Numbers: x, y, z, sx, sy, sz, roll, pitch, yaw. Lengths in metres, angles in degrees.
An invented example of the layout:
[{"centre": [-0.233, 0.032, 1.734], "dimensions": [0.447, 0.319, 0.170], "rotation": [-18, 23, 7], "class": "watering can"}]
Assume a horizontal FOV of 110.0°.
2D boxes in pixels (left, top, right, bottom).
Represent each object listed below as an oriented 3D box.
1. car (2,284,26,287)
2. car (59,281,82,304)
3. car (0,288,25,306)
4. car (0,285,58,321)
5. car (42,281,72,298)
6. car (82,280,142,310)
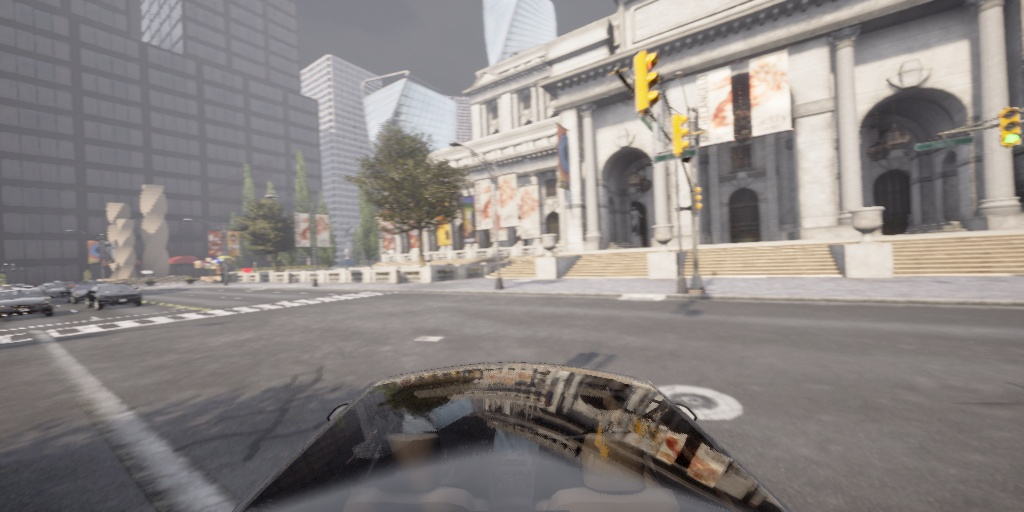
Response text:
[{"centre": [-33.705, 2.908, 24.184], "dimensions": [4.674, 1.442, 1.812], "rotation": [-3, 0, 33], "class": "car"}, {"centre": [-33.341, 2.923, 28.154], "dimensions": [5.357, 1.411, 2.033], "rotation": [-3, 0, 34], "class": "car"}, {"centre": [-42.162, 3.391, 29.259], "dimensions": [4.718, 1.301, 1.895], "rotation": [-3, 0, 24], "class": "car"}, {"centre": [-26.073, 2.517, 19.062], "dimensions": [4.892, 1.490, 1.837], "rotation": [-3, 0, 34], "class": "car"}, {"centre": [-42.166, 3.305, 33.058], "dimensions": [4.892, 1.490, 1.837], "rotation": [-3, 0, 23], "class": "car"}, {"centre": [-25.192, 2.459, 22.688], "dimensions": [5.008, 1.535, 1.882], "rotation": [-3, 0, 34], "class": "car"}]
